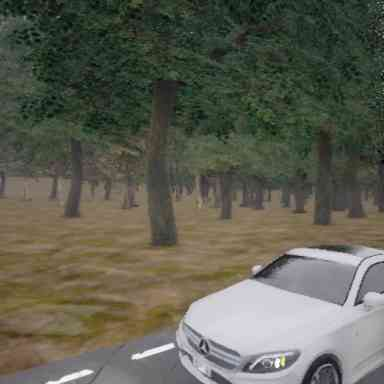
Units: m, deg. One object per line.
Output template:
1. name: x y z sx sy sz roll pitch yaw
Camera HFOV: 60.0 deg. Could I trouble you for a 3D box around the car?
1. car: 1.995 1.550 4.811 4.674 1.442 1.812 0 0 -36
